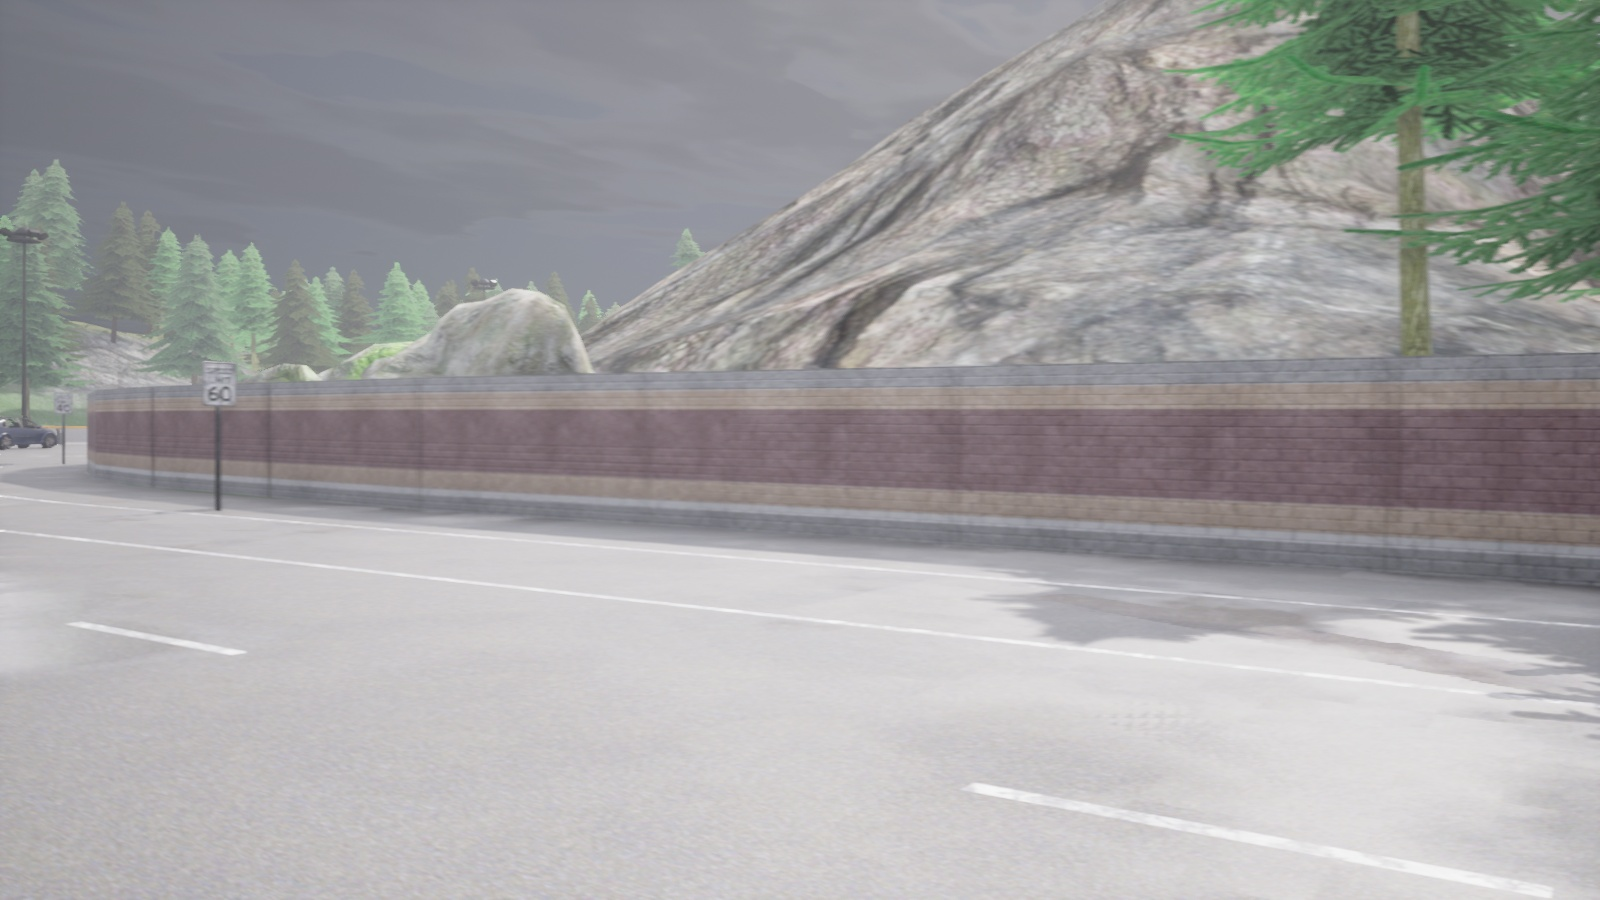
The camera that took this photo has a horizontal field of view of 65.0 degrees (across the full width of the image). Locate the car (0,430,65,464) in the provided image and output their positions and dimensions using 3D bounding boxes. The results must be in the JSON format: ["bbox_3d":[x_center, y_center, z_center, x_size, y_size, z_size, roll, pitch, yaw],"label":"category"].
[{"bbox_3d":[-39.056,-0.167,62.656,1.851,1.617,3.988,-1,2,11],"label":"car"}]
